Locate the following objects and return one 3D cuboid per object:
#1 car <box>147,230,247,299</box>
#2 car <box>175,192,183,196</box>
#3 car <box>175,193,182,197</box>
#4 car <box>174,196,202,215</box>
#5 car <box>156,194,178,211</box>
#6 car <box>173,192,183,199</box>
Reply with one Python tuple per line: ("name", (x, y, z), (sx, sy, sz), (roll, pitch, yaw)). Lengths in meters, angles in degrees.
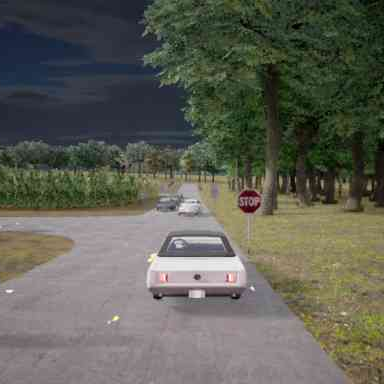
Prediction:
("car", (0.097, 1.597, 8.364), (1.895, 1.301, 4.718), (0, 0, 0))
("car", (-2.857, 0.997, 57.172), (1.895, 1.301, 4.718), (0, 1, 0))
("car", (-2.864, 1.191, 47.025), (1.994, 1.385, 4.181), (0, 1, 0))
("car", (-0.135, 1.402, 31.839), (1.812, 1.442, 4.674), (1, 1, 8))
("car", (-2.864, 1.332, 36.955), (1.812, 1.442, 4.674), (0, 1, 0))
("car", (-2.798, 0.714, 67.564), (1.994, 1.385, 4.181), (0, 1, 0))
